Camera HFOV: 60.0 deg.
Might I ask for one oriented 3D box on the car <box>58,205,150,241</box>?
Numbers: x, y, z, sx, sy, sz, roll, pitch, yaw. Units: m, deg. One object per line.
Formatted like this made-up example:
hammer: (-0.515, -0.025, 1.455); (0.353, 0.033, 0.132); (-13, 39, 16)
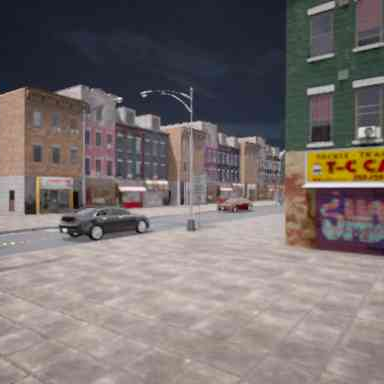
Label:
car: (-4.178, 1.425, 16.553); (1.837, 1.490, 4.892); (0, 1, 35)

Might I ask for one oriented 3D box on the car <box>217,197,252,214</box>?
car: (4.328, 1.284, 33.459); (1.882, 1.535, 5.008); (0, 1, 35)

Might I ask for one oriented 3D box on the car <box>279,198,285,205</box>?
car: (13.929, 1.128, 46.830); (1.895, 1.301, 4.718); (0, 0, 35)
